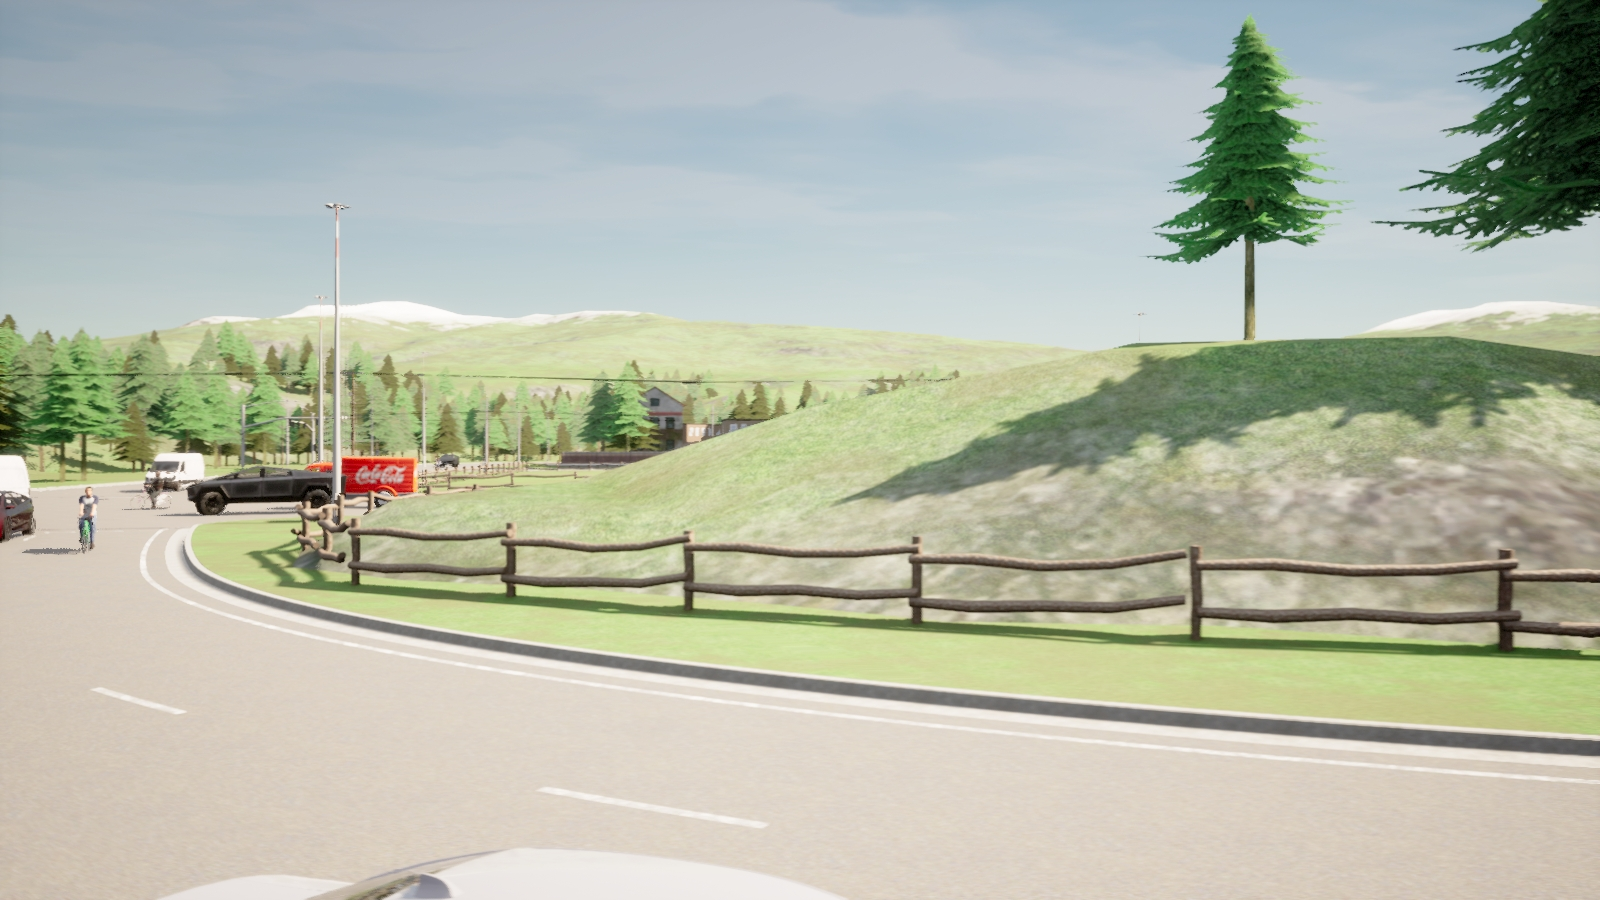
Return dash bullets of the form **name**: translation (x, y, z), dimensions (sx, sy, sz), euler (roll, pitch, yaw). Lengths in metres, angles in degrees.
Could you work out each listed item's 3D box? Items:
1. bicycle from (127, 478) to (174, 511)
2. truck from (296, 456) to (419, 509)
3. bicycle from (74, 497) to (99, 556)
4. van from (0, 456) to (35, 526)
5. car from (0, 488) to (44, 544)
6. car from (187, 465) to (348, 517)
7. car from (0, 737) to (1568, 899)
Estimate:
- **bicycle**: translation (-30.110, 2.042, 52.999), dimensions (0.329, 1.471, 1.835), euler (6, 3, 38)
- **truck**: translation (-21.223, 1.563, 55.107), dimensions (5.204, 2.467, 2.627), euler (1, 0, -13)
- **bicycle**: translation (-19.320, 2.044, 30.951), dimensions (0.373, 1.496, 1.643), euler (1, 0, -26)
- **van**: translation (-29.967, 1.516, 40.599), dimensions (1.988, 2.561, 5.915), euler (-1, 0, -5)
- **car**: translation (-25.273, 2.024, 35.495), dimensions (2.007, 1.525, 4.514), euler (0, 0, -20)
- **car**: translation (-23.343, 1.739, 50.129), dimensions (6.274, 2.098, 2.390), euler (0, 0, -28)
- **car**: translation (-0.312, 2.034, 3.095), dimensions (5.006, 1.535, 2.097), euler (0, 0, 22)
